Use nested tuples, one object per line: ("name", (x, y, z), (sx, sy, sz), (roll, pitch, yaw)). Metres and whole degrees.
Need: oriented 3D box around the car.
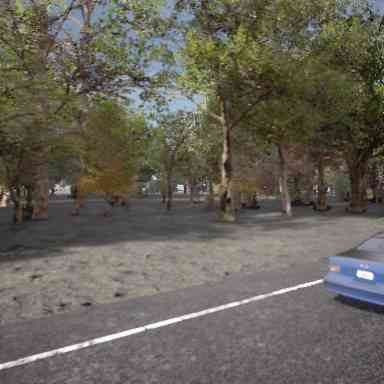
("car", (5.140, 1.524, 7.415), (5.357, 1.411, 2.033), (0, 0, -35))
